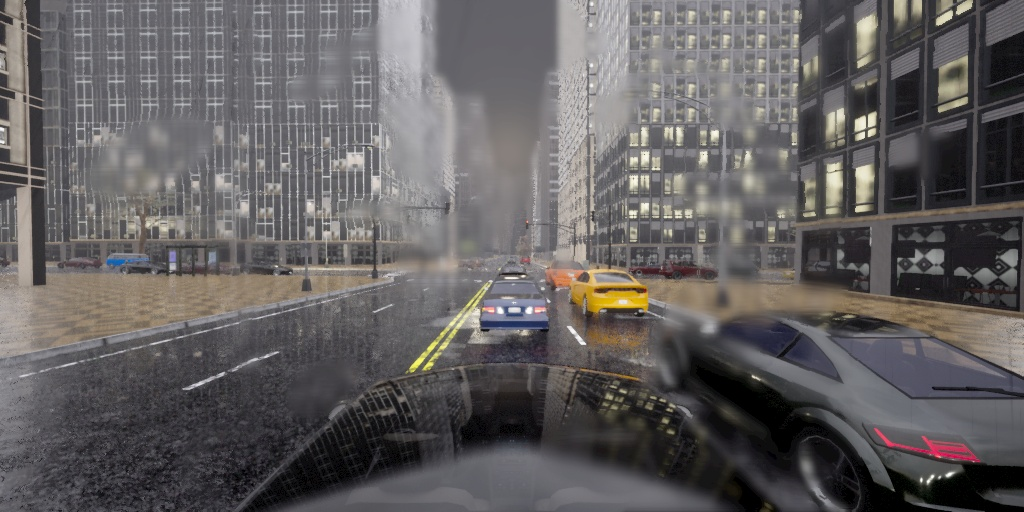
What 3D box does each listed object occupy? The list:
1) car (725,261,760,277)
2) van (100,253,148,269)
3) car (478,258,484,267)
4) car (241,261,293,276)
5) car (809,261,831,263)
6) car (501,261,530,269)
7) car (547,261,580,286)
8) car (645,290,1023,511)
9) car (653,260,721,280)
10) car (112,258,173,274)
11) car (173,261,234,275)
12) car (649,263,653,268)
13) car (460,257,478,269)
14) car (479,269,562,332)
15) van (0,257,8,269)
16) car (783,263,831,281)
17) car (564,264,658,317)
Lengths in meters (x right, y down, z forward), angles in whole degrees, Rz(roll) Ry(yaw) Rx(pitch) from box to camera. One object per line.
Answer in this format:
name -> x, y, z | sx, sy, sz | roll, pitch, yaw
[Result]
car -> 23.914, 1.280, 38.565 | 4.553, 1.767, 2.097 | 1, 1, 1
van -> -45.354, 0.604, 42.303 | 3.998, 1.789, 1.690 | 0, 0, 1
car -> -6.665, 1.053, 64.329 | 2.097, 1.767, 4.553 | 0, 0, 0
car -> -22.784, 1.172, 33.374 | 4.313, 1.339, 1.948 | 0, 0, 1
car -> 32.662, 1.356, 38.423 | 4.553, 1.767, 2.097 | 0, 1, 1
car -> 0.070, 1.232, 20.554 | 2.128, 1.511, 4.902 | 0, 0, 0
car -> 3.316, 1.091, 22.212 | 2.097, 1.767, 4.553 | 0, 0, 0
car -> 3.341, 1.313, 4.122 | 1.994, 1.385, 4.181 | 0, 0, 0
car -> 16.142, 1.268, 32.911 | 5.009, 1.841, 2.192 | 0, 0, 1
car -> -34.149, 1.068, 33.661 | 4.313, 1.339, 1.948 | 0, 0, 1
car -> -28.468, 1.137, 33.497 | 4.207, 1.307, 1.802 | 0, 0, 1
car -> 15.018, 1.450, 38.737 | 4.718, 1.301, 1.895 | 1, 1, 2
car -> -6.679, 1.277, 54.328 | 1.994, 1.385, 4.181 | 0, 0, 0
car -> 0.086, 1.294, 10.802 | 2.033, 1.411, 5.357 | 0, 0, 1
van -> -51.194, 0.686, 34.031 | 3.998, 1.789, 1.690 | 0, 0, 1
car -> 27.591, 1.577, 32.733 | 4.829, 1.417, 1.751 | 0, 0, 1
car -> 3.331, 1.222, 13.207 | 1.882, 1.535, 5.008 | 0, 0, 0
